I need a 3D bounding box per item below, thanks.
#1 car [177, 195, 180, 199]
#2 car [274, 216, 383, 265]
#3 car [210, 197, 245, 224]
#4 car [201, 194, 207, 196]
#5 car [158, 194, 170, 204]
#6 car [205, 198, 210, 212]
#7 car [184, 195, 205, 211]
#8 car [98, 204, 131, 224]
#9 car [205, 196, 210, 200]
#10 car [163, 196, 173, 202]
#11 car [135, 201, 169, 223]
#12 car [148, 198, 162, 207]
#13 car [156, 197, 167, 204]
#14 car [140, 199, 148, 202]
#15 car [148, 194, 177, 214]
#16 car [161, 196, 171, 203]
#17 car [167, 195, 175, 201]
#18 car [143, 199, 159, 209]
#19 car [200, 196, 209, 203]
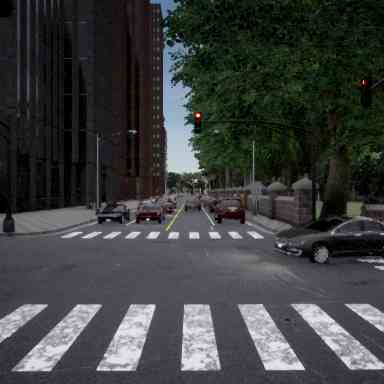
[{"bbox_3d":[-3.072,1.538,45.709,1.837,1.490,4.892,0,0,0],"label":"car"},{"bbox_3d":[5.347,1.636,11.892,4.892,1.490,1.837,2,0,-14],"label":"car"},{"bbox_3d":[2.772,1.326,25.043,2.192,1.841,5.009,0,0,0],"label":"car"},{"bbox_3d":[2.783,1.481,52.325,1.967,1.590,4.097,0,0,0],"label":"car"},{"bbox_3d":[-5.736,1.374,68.694,2.192,1.841,5.009,0,0,0],"label":"car"},{"bbox_3d":[2.777,1.588,35.955,1.947,1.339,4.313,0,0,0],"label":"car"},{"bbox_3d":[0.108,1.519,41.096,2.128,1.511,4.902,0,0,0],"label":"car"},{"bbox_3d":[-5.753,1.576,25.037,1.947,1.339,4.313,0,0,0],"label":"car"},{"bbox_3d":[2.779,1.579,41.412,2.008,1.369,4.403,0,0,0],"label":"car"},{"bbox_3d":[-5.732,1.620,79.607,1.887,1.381,4.507,0,0,0],"label":"car"},{"bbox_3d":[-3.090,1.612,25.483,1.895,1.301,4.718,0,0,0],"label":"car"},{"bbox_3d":[-5.742,1.622,52.322,1.802,1.307,4.206,0,0,0],"label":"car"},{"bbox_3d":[-5.738,1.635,63.236,1.802,1.307,4.206,0,0,0],"label":"car"},{"bbox_3d":[-5.747,1.579,41.408,2.008,1.369,4.403,0,0,0],"label":"car"},{"bbox_3d":[-3.085,1.374,35.475,2.097,1.767,4.553,0,0,1],"label":"car"},{"bbox_3d":[-5.734,1.611,74.150,1.887,1.381,4.507,0,0,0],"label":"car"},{"bbox_3d":[-5.727,1.533,90.522,1.967,1.590,4.097,0,0,0],"label":"car"},{"bbox_3d":[-5.744,1.616,46.865,1.802,1.307,4.206,0,0,0],"label":"car"},{"bbox_3d":[2.791,1.592,74.321,1.752,1.417,4.829,0,0,0],"label":"car"}]
